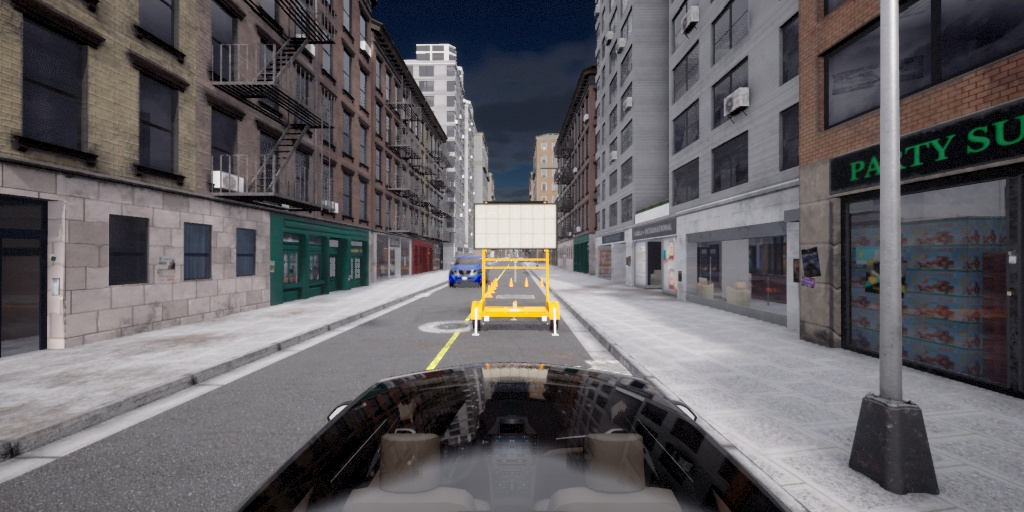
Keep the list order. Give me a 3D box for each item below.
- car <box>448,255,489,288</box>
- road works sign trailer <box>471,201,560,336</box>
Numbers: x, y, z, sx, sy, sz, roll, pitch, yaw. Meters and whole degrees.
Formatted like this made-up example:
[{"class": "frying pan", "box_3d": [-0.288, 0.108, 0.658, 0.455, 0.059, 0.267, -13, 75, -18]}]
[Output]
[{"class": "car", "box_3d": [-2.773, 0.968, 23.978, 2.150, 2.045, 5.566, 0, 0, 1]}, {"class": "road works sign trailer", "box_3d": [0.102, 0.214, 10.421, 2.380, 3.560, 2.880, 0, 0, 1]}]
